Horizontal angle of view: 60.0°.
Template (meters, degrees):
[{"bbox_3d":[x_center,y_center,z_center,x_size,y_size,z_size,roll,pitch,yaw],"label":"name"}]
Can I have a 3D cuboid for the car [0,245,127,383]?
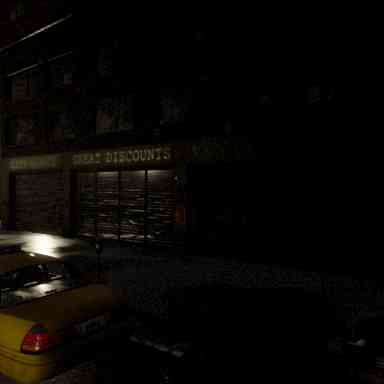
[{"bbox_3d":[-3.046,1.523,5.261,4.829,1.417,1.752,0,1,36],"label":"car"}]

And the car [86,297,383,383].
[{"bbox_3d":[1.637,1.551,1.915,4.403,1.369,2.008,0,1,36],"label":"car"}]
